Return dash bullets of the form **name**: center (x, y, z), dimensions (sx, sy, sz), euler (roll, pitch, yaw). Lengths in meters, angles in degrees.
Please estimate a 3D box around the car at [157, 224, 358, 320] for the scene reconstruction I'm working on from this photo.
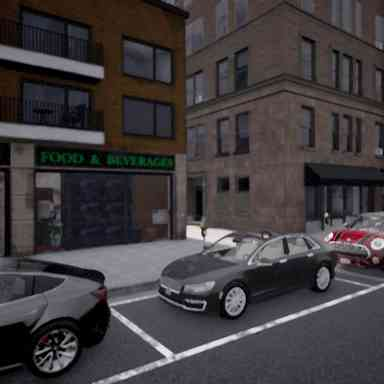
- **car**: center (1.362, 1.517, 7.151), dimensions (4.403, 1.369, 2.008), euler (0, 0, -35)

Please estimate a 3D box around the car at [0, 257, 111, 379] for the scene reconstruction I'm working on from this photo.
- **car**: center (-3.136, 1.568, 3.955), dimensions (4.313, 1.339, 1.947), euler (0, 0, -35)

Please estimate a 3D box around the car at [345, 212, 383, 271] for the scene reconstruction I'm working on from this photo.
- **car**: center (5.859, 1.372, 10.348), dimensions (4.097, 1.590, 1.967), euler (0, 0, -35)
